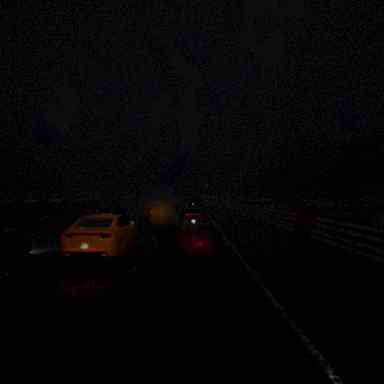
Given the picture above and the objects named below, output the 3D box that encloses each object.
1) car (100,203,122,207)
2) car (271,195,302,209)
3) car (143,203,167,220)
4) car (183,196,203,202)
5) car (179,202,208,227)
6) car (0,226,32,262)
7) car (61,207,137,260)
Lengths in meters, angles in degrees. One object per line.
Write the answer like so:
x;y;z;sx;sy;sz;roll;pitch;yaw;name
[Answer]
-6.894;1.720;28.512;2.128;1.511;4.902;0;0;0;car
13.900;1.497;49.031;2.150;2.045;5.566;1;-1;-19;car
-3.393;1.726;31.171;1.882;1.535;5.008;0;0;0;car
0.110;1.543;41.062;2.150;2.045;5.566;0;-1;0;car
0.106;1.700;24.280;1.837;1.490;4.892;0;-1;0;car
-6.898;1.652;10.541;1.994;1.385;4.181;0;0;0;car
-3.397;1.585;13.001;1.882;1.535;5.008;0;0;0;car
